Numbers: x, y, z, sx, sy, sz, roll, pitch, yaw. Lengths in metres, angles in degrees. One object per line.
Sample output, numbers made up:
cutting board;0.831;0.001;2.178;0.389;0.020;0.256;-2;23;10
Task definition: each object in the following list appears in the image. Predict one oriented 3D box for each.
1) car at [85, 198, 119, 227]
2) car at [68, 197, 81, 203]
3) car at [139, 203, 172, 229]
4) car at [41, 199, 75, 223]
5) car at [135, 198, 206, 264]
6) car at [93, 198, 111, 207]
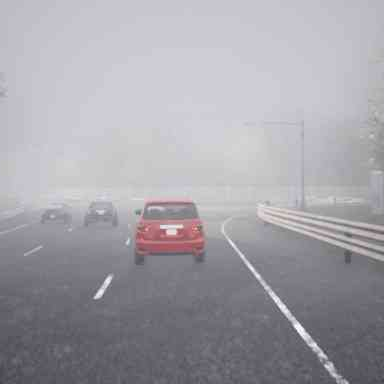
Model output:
car;-6.344;1.385;23.636;2.097;1.767;4.553;0;0;-12
car;-25.294;1.717;70.531;1.895;1.301;4.718;0;0;-41
car;-2.632;1.545;23.049;1.812;1.442;4.674;0;0;-12
car;-10.526;1.575;26.042;1.812;1.442;4.674;0;0;-14
car;-0.881;1.230;12.049;2.150;2.045;5.566;0;0;-7
car;-15.060;1.679;55.462;1.895;1.301;4.718;0;0;-30
